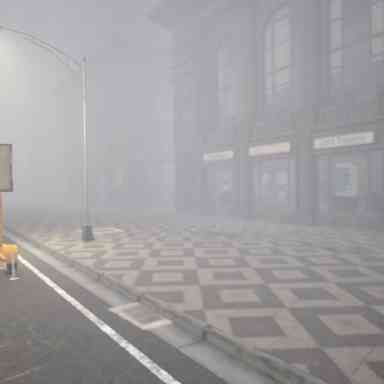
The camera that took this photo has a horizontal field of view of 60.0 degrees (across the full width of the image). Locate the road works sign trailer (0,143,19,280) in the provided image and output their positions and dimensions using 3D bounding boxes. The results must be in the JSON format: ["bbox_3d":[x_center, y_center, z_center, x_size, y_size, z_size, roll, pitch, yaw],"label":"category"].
[{"bbox_3d":[-6.069,0.403,8.721,2.380,3.560,2.880,-1,1,-37],"label":"road works sign trailer"}]
